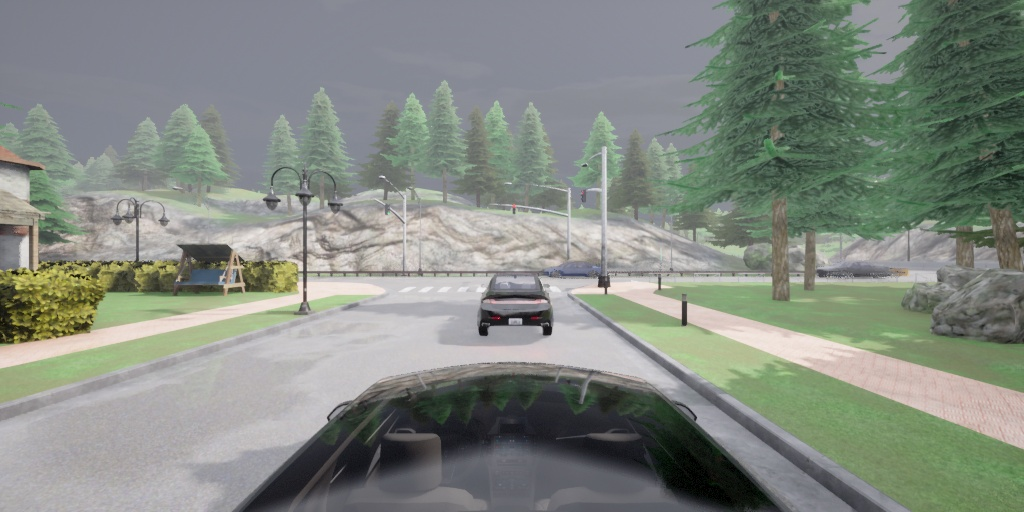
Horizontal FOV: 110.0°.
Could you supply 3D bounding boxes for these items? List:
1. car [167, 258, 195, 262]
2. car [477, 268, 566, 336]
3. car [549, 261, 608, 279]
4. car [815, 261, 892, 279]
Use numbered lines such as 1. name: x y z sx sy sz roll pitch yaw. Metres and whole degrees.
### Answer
1. car: -22.728 0.940 25.903 4.553 1.767 2.097 0 0 0
2. car: 0.098 1.242 10.383 2.128 1.511 4.902 0 0 1
3. car: 5.095 1.135 29.505 5.357 1.411 2.033 0 0 -1
4. car: 27.741 1.135 29.421 5.357 1.411 2.033 0 0 1
